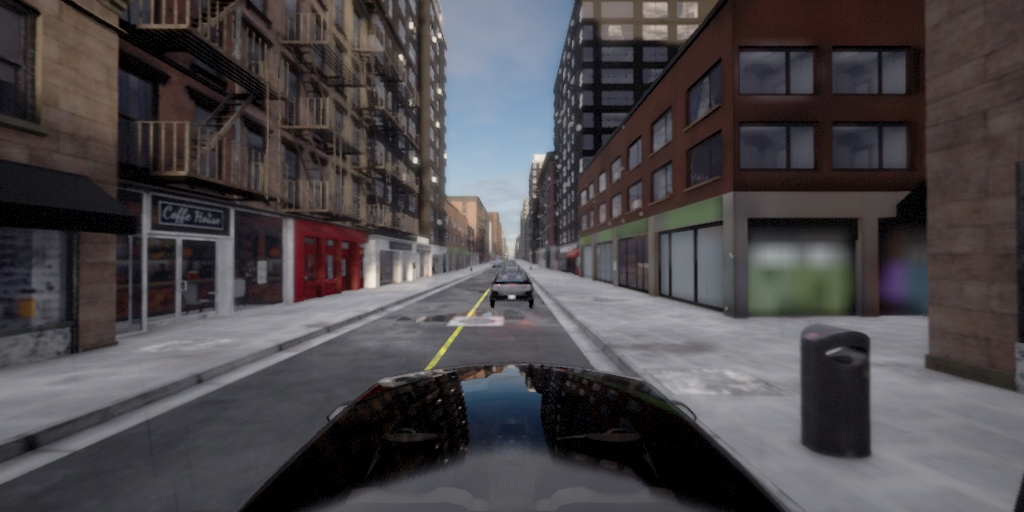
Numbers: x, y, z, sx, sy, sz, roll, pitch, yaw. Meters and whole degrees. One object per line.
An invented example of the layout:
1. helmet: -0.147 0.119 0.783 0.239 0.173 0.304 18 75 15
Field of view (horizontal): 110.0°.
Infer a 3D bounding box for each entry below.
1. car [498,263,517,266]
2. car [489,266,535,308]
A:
1. car: -0.008 1.518 31.151 1.837 1.490 4.892 0 0 0
2. car: -0.002 1.372 16.147 2.128 1.511 4.902 0 0 0
